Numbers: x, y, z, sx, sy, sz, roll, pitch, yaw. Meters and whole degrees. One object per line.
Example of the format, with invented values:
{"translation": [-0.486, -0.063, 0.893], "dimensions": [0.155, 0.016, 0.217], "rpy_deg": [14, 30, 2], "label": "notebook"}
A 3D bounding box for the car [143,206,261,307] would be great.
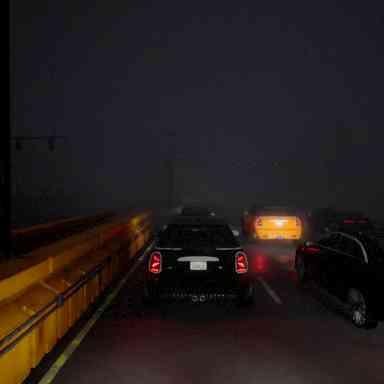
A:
{"translation": [0.123, 1.352, 8.138], "dimensions": [2.097, 1.767, 4.553], "rpy_deg": [0, 0, 0], "label": "car"}

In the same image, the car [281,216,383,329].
{"translation": [3.620, 1.492, 6.898], "dimensions": [2.128, 1.511, 4.902], "rpy_deg": [0, 0, 0], "label": "car"}

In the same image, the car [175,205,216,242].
{"translation": [0.154, 1.505, 17.313], "dimensions": [1.837, 1.490, 4.892], "rpy_deg": [0, 0, 0], "label": "car"}

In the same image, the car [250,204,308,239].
{"translation": [3.651, 1.352, 16.009], "dimensions": [2.097, 1.767, 4.553], "rpy_deg": [0, 0, 0], "label": "car"}

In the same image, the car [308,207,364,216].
{"translation": [7.152, 1.503, 16.803], "dimensions": [1.837, 1.490, 4.892], "rpy_deg": [0, -1, 0], "label": "car"}
